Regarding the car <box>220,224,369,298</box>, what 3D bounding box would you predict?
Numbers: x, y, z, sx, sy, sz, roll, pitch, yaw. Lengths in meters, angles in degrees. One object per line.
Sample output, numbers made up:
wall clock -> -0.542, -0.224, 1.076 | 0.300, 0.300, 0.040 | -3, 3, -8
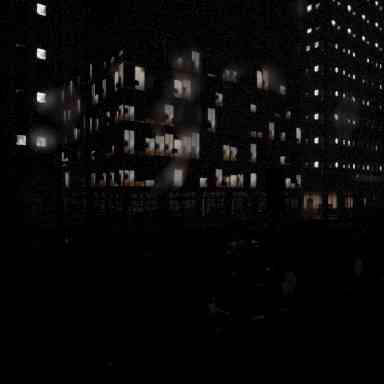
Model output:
car -> 2.741, 1.545, 8.504 | 4.507, 1.381, 1.887 | 0, 0, -35
